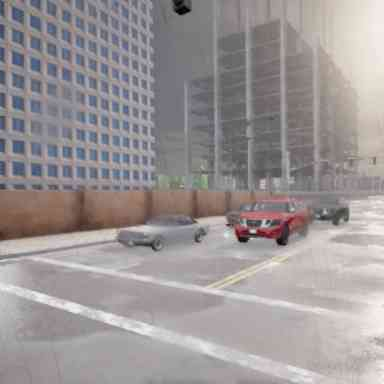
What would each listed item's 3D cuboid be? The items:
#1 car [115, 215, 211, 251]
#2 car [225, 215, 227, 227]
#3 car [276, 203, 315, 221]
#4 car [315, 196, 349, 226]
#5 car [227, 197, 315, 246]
[{"bbox_3d":[-1.157,1.721,14.960,1.895,1.301,4.718,-1,0,36],"label":"car"},{"bbox_3d":[4.055,1.467,22.290,2.097,1.767,4.553,-1,0,35],"label":"car"},{"bbox_3d":[9.287,1.711,29.600,1.895,1.301,4.718,-1,0,36],"label":"car"},{"bbox_3d":[10.119,1.294,24.754,2.150,2.045,5.566,-1,0,36],"label":"car"},{"bbox_3d":[4.081,1.301,16.329,2.150,2.045,5.566,-1,0,33],"label":"car"}]
